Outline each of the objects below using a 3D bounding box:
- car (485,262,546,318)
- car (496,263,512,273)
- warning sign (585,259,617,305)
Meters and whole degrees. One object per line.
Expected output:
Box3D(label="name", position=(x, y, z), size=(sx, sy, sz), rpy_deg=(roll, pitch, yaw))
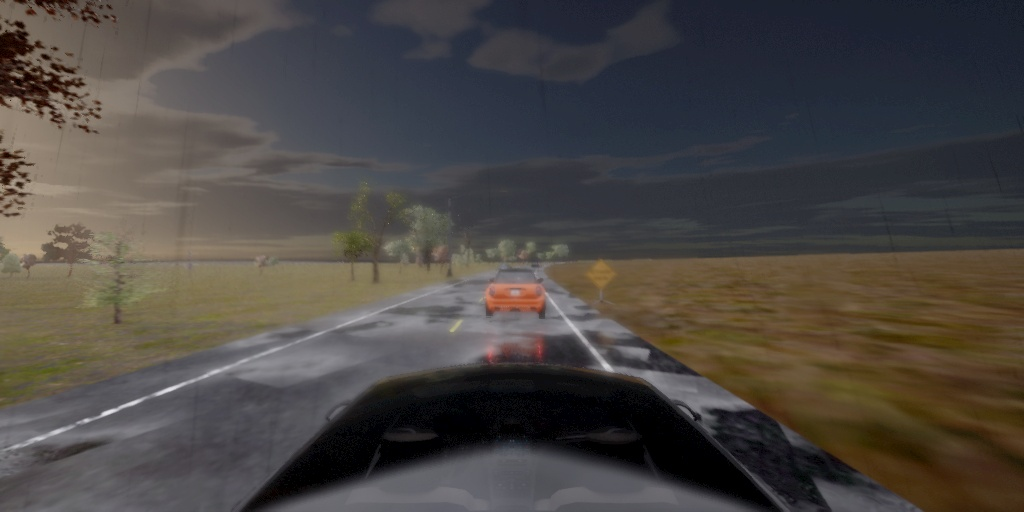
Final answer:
Box3D(label="car", position=(0.169, 1.260, 13.960), size=(2.097, 1.767, 4.553), rpy_deg=(0, -1, 2))
Box3D(label="car", position=(-1.326, 1.993, 60.792), size=(2.128, 1.511, 4.902), rpy_deg=(0, -1, 5))
Box3D(label="warning sign", position=(3.676, 1.036, 14.758), size=(1.300, 1.860, 1.060), rpy_deg=(0, 0, 1))
